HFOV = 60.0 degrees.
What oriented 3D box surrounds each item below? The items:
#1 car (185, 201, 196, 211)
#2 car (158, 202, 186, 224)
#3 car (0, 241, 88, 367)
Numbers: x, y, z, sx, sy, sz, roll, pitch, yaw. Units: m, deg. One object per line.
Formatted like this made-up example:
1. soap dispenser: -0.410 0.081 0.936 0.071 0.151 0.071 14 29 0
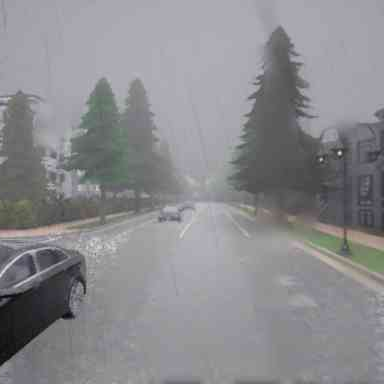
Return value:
1. car: -0.481 2.165 53.820 1.837 1.490 4.892 0 -1 3
2. car: -1.804 1.911 29.106 1.812 1.442 4.674 0 -1 3
3. car: -3.105 1.571 4.848 2.128 1.511 4.902 0 -1 3
